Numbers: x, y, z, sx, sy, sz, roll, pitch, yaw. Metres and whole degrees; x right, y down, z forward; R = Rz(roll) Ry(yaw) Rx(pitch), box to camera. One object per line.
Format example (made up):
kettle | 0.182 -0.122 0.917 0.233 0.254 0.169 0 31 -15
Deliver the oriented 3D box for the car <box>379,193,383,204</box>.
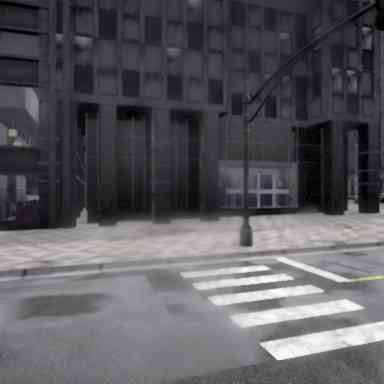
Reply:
car | 24.533 0.820 43.089 2.128 1.511 4.902 0 0 -16
